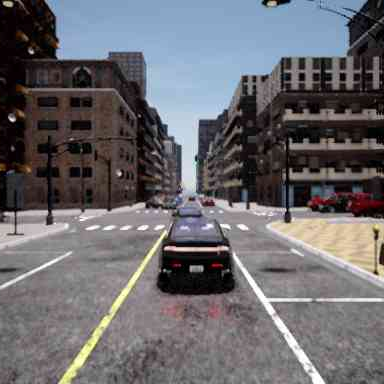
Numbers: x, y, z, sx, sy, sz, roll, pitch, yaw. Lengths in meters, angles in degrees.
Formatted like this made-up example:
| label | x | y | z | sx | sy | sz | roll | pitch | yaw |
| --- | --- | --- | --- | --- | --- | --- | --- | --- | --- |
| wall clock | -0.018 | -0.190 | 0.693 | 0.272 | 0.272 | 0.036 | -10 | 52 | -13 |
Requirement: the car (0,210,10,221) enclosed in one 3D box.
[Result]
| label | x | y | z | sx | sy | sz | roll | pitch | yaw |
| --- | --- | --- | --- | --- | --- | --- | --- | --- | --- |
| car | -18.175 | 1.829 | 28.285 | 4.902 | 1.511 | 2.128 | -1 | 0 | 0 |

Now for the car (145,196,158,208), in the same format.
| label | x | y | z | sx | sy | sz | roll | pitch | yaw |
| --- | --- | --- | --- | --- | --- | --- | --- | --- | --- |
| car | -5.698 | 1.619 | 48.029 | 1.947 | 1.339 | 4.313 | 0 | 0 | 0 |

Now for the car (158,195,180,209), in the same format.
| label | x | y | z | sx | sy | sz | roll | pitch | yaw |
| --- | --- | --- | --- | --- | --- | --- | --- | --- | --- |
| car | -3.072 | 1.401 | 44.981 | 2.097 | 1.767 | 4.553 | 0 | 0 | -1 |

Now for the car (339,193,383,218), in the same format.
| label | x | y | z | sx | sy | sz | roll | pitch | yaw |
| --- | --- | --- | --- | --- | --- | --- | --- | --- | --- |
| car | 14.690 | 1.050 | 25.970 | 5.009 | 1.841 | 2.192 | -1 | 1 | 0 |

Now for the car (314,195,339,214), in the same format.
| label | x | y | z | sx | sy | sz | roll | pitch | yaw |
| --- | --- | --- | --- | --- | --- | --- | --- | --- | --- |
| car | 14.559 | 1.256 | 31.777 | 4.674 | 1.442 | 1.812 | -1 | 0 | -1 |

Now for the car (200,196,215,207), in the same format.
| label | x | y | z | sx | sy | sz | roll | pitch | yaw |
| --- | --- | --- | --- | --- | --- | --- | --- | --- | --- |
| car | 2.681 | 1.502 | 53.715 | 1.967 | 1.590 | 4.097 | 0 | 0 | 0 |

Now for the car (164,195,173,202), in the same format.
| label | x | y | z | sx | sy | sz | roll | pitch | yaw |
| --- | --- | --- | --- | --- | --- | --- | --- | --- | --- |
| car | -5.702 | 1.547 | 82.125 | 1.967 | 1.590 | 4.097 | 0 | 0 | 0 |

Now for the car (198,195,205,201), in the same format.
| label | x | y | z | sx | sy | sz | roll | pitch | yaw |
| --- | --- | --- | --- | --- | --- | --- | --- | --- | --- |
| car | 2.677 | 1.679 | 93.492 | 2.008 | 1.369 | 4.403 | 0 | 0 | 0 |

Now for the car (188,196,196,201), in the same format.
| label | x | y | z | sx | sy | sz | roll | pitch | yaw |
| --- | --- | --- | --- | --- | --- | --- | --- | --- | --- |
| car | -0.011 | 1.668 | 86.897 | 1.994 | 1.385 | 4.181 | 0 | 0 | 0 |

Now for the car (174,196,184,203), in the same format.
| label | x | y | z | sx | sy | sz | roll | pitch | yaw |
| --- | --- | --- | --- | --- | --- | --- | --- | --- | --- |
| car | -3.011 | 1.633 | 75.850 | 2.033 | 1.411 | 5.357 | 0 | 0 | 0 |

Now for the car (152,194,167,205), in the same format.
| label | x | y | z | sx | sy | sz | roll | pitch | yaw |
| --- | --- | --- | --- | --- | --- | --- | --- | --- | --- |
| car | -5.700 | 1.385 | 59.395 | 2.192 | 1.841 | 5.009 | 0 | 0 | 0 |

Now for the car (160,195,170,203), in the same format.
| label | x | y | z | sx | sy | sz | roll | pitch | yaw |
| --- | --- | --- | --- | --- | --- | --- | --- | --- | --- |
| car | -5.701 | 1.527 | 70.760 | 1.967 | 1.590 | 4.097 | 0 | 0 | 0 |

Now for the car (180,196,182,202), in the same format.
| label | x | y | z | sx | sy | sz | roll | pitch | yaw |
| --- | --- | --- | --- | --- | --- | --- | --- | --- | --- |
| car | -3.088 | 1.664 | 54.913 | 1.895 | 1.301 | 4.718 | 0 | 0 | 0 |

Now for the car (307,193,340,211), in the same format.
| label | x | y | z | sx | sy | sz | roll | pitch | yaw |
| --- | --- | --- | --- | --- | --- | --- | --- | --- | --- |
| car | 14.554 | 1.043 | 34.348 | 5.009 | 1.841 | 2.192 | -1 | 1 | 0 |

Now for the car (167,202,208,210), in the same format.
| label | x | y | z | sx | sy | sz | roll | pitch | yaw |
| --- | --- | --- | --- | --- | --- | --- | --- | --- | --- |
| car | -0.319 | 1.578 | 20.326 | 1.994 | 1.385 | 4.181 | 0 | 0 | -6 |

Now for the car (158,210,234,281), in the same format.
| label | x | y | z | sx | sy | sz | roll | pitch | yaw |
| --- | --- | --- | --- | --- | --- | --- | --- | --- | --- |
| car | 0.099 | 1.500 | 9.823 | 2.128 | 1.511 | 4.902 | 0 | 0 | 0 |
